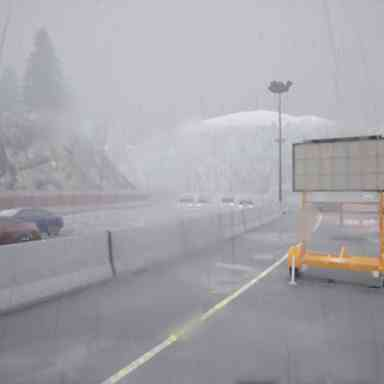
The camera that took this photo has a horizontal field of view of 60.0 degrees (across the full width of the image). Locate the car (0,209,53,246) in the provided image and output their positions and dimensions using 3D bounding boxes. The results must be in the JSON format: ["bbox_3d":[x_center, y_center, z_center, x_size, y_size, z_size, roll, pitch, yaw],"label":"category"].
[{"bbox_3d":[-7.252,1.501,10.841,1.812,1.442,4.674,0,0,30],"label":"car"}]

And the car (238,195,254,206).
[{"bbox_3d":[8.001,1.204,49.001,1.812,1.442,4.674,0,0,14],"label":"car"}]

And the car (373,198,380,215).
[{"bbox_3d":[16.391,1.363,26.941,1.895,1.301,4.718,0,0,20],"label":"car"}]

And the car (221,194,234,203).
[{"bbox_3d":[6.181,1.119,57.181,1.882,1.535,5.008,0,0,11],"label":"car"}]

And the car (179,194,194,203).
[{"bbox_3d":[-0.871,1.153,57.618,1.882,1.535,5.008,0,0,11],"label":"car"}]

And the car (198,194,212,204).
[{"bbox_3d":[2.216,1.180,55.178,1.837,1.490,4.892,0,0,12],"label":"car"}]

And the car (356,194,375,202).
[{"bbox_3d":[26.700,1.097,50.978,1.812,1.442,4.674,0,0,10],"label":"car"}]

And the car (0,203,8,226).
[{"bbox_3d":[-14.032,1.482,20.243,1.812,1.442,4.674,0,0,28],"label":"car"}]

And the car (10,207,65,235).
[{"bbox_3d":[-8.361,1.477,16.022,1.812,1.442,4.674,0,0,28],"label":"car"}]

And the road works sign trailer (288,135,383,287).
[{"bbox_3d":[3.904,0.395,8.691,2.380,3.560,2.880,0,0,27],"label":"road works sign trailer"}]
